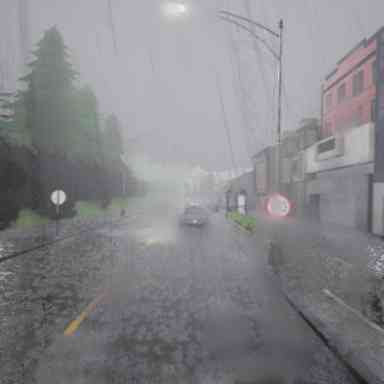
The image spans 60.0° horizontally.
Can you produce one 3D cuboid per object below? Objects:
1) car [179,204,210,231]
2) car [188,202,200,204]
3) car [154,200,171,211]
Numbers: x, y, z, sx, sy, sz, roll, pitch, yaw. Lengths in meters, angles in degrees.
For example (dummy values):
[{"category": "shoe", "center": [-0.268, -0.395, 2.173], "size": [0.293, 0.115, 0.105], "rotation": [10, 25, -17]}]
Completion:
[{"category": "car", "center": [0.195, 1.756, 22.350], "size": [1.994, 1.385, 4.181], "rotation": [1, 0, 0]}, {"category": "car", "center": [0.231, 1.864, 39.787], "size": [1.812, 1.442, 4.674], "rotation": [1, 0, 0]}, {"category": "car", "center": [-3.880, 1.829, 44.994], "size": [2.033, 1.411, 5.357], "rotation": [1, -1, 1]}]
